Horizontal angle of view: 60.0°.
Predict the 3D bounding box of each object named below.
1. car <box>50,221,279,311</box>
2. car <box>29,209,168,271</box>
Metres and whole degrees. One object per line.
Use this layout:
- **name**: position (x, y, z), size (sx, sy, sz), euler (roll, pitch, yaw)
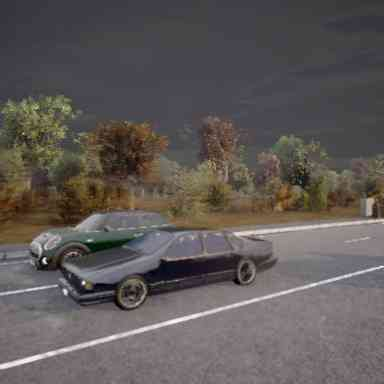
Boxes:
- **car**: position (-0.272, 1.562, 7.991), size (5.357, 1.411, 2.033), euler (0, 0, -35)
- **car**: position (-2.642, 1.365, 10.591), size (4.553, 1.767, 2.097), euler (0, 0, -35)
